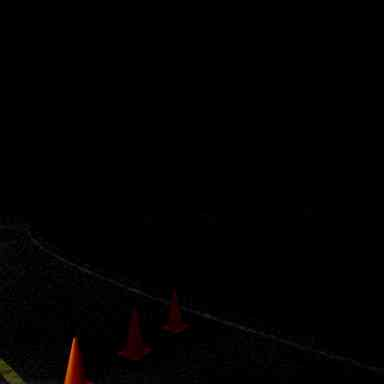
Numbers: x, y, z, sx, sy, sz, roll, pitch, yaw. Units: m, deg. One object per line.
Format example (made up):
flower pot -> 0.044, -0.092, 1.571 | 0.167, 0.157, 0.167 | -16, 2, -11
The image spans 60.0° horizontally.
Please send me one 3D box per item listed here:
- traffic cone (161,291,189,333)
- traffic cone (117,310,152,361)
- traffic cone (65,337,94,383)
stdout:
traffic cone -> -0.277, 1.931, 5.460 | 0.340, 0.580, 0.340 | 1, 1, 31
traffic cone -> -0.795, 1.938, 4.610 | 0.340, 0.580, 0.340 | 1, 1, 31
traffic cone -> -1.313, 1.945, 3.759 | 0.340, 0.580, 0.340 | 1, 1, 31
